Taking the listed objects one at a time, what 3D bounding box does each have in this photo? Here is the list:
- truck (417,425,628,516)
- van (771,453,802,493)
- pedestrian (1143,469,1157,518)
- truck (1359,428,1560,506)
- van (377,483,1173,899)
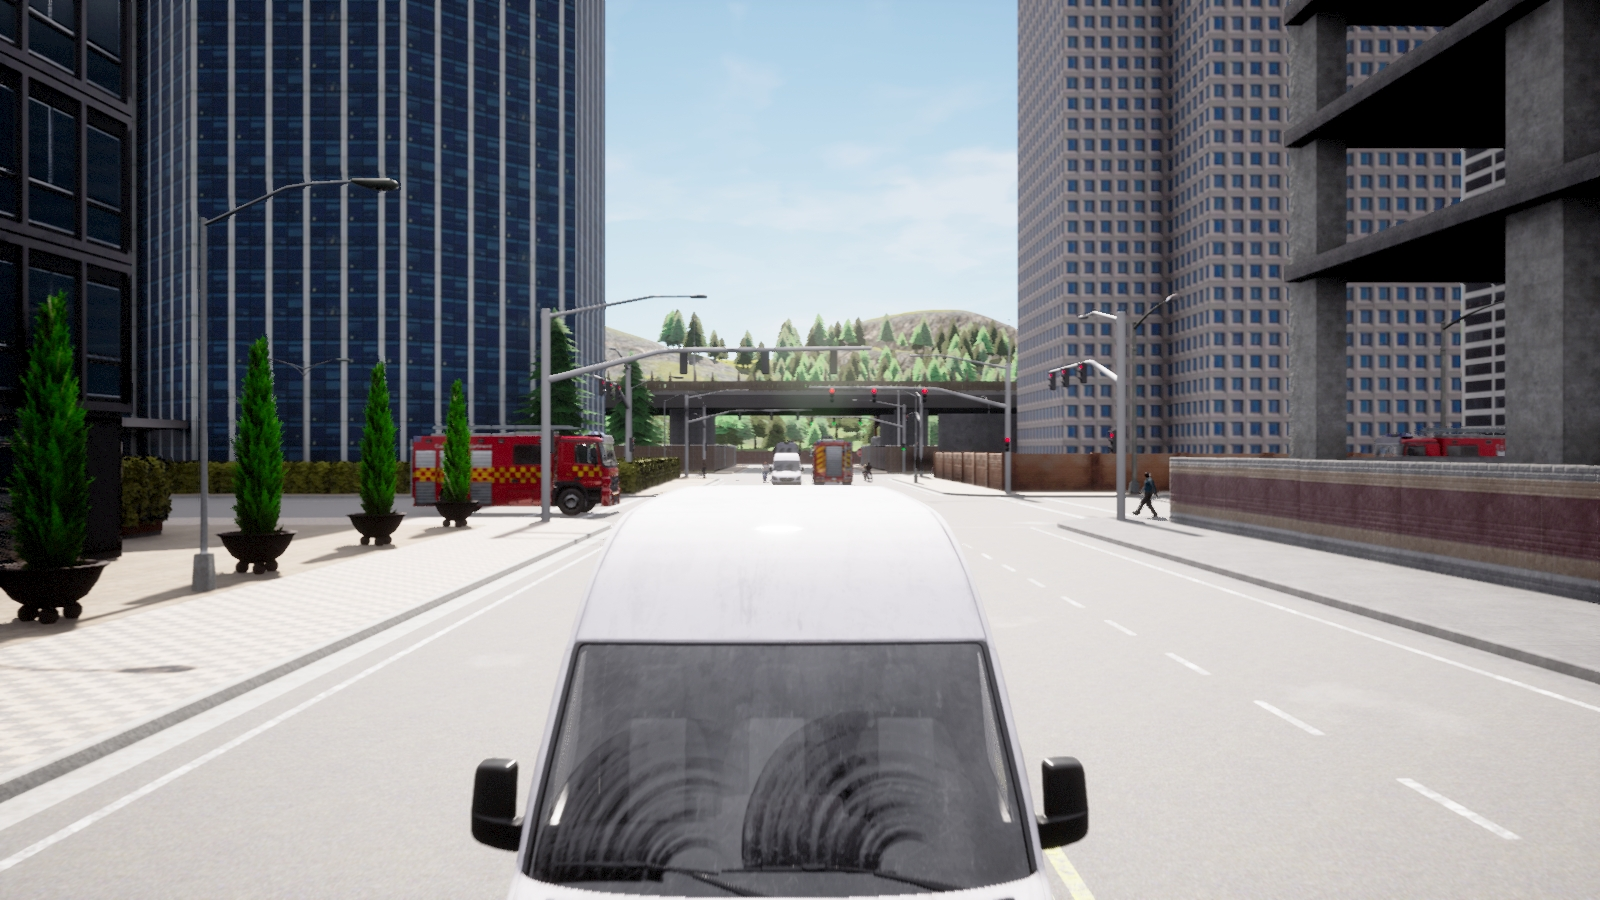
[{"bbox_3d":[-11.935,0.854,49.679,8.468,3.827,2.891,0,0,1],"label":"truck"},{"bbox_3d":[-0.896,1.479,76.780,1.988,2.561,5.915,0,0,-1],"label":"van"},{"bbox_3d":[13.375,1.665,43.685,0.375,1.860,0.375,0,0,-7],"label":"pedestrian"},{"bbox_3d":[33.136,0.850,57.623,8.468,3.827,2.891,0,0,0],"label":"truck"},{"bbox_3d":[-0.090,1.529,5.813,1.988,2.561,5.915,0,0,-1],"label":"van"}]
